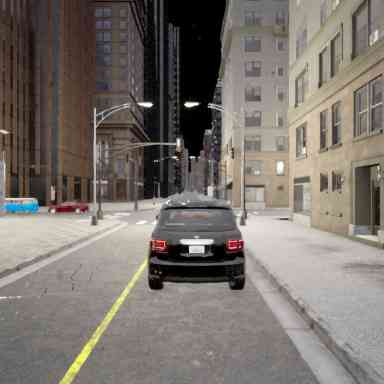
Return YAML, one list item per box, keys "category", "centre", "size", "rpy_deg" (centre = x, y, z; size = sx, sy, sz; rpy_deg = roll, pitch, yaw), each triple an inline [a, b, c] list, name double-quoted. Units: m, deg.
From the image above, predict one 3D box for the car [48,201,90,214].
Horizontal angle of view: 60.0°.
- category: "car"
  centre: [-13.908, 1.724, 37.569]
  size: [4.507, 1.381, 1.887]
  rpy_deg: [-1, 0, 0]

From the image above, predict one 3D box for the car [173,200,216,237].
- category: "car"
  centre: [0.131, 1.357, 18.672]
  size: [2.097, 1.767, 4.553]
  rpy_deg: [0, 0, 0]

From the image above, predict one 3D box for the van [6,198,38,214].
- category: "van"
  centre: [-19.534, 1.588, 37.599]
  size: [3.998, 1.788, 1.690]
  rpy_deg: [-1, 0, 0]

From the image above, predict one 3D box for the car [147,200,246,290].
- category: "car"
  centre: [0.117, 1.223, 9.223]
  size: [2.150, 2.045, 5.566]
  rpy_deg: [0, 0, 1]
